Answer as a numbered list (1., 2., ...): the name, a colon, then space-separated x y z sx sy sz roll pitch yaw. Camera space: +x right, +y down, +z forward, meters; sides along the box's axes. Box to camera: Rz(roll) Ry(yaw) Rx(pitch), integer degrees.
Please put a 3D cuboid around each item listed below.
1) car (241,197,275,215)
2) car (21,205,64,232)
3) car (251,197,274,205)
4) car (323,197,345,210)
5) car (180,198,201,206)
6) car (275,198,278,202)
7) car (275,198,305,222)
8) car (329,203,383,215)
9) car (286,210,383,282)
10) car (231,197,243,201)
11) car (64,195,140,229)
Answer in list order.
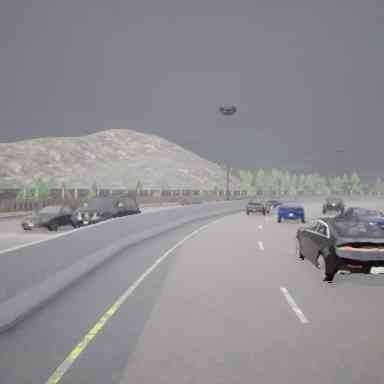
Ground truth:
1. car: 6.707 1.490 33.513 2.128 1.511 4.902 0 0 21
2. car: -8.301 1.525 20.379 1.812 1.442 4.674 0 0 12
3. car: 12.533 1.545 58.983 2.033 1.411 5.357 0 0 36
4. car: 15.418 1.351 36.043 2.097 1.767 4.553 0 0 24
5. car: -0.201 1.563 51.949 1.994 1.385 4.181 0 0 30
6. car: 11.006 1.503 43.037 1.837 1.490 4.892 0 0 28
7. car: 7.840 1.477 26.198 1.882 1.535 5.008 0 0 17
8. car: 9.221 1.547 18.176 2.033 1.411 5.357 0 0 13
9. car: 4.310 1.490 9.624 2.128 1.511 4.902 0 0 6
10. car: 8.575 1.562 59.366 1.994 1.385 4.181 0 0 36
11. car: -4.891 1.221 19.823 2.150 2.045 5.566 0 0 12
